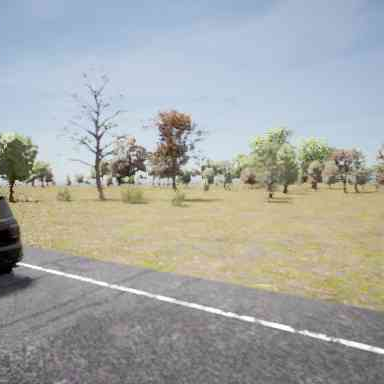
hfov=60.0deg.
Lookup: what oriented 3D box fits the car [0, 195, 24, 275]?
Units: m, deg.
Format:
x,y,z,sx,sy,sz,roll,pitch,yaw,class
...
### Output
x,y,z,sx,sy,sz,roll,pitch,yaw,class
-6.435,1.010,8.161,5.566,2.045,2.150,1,2,34,car
